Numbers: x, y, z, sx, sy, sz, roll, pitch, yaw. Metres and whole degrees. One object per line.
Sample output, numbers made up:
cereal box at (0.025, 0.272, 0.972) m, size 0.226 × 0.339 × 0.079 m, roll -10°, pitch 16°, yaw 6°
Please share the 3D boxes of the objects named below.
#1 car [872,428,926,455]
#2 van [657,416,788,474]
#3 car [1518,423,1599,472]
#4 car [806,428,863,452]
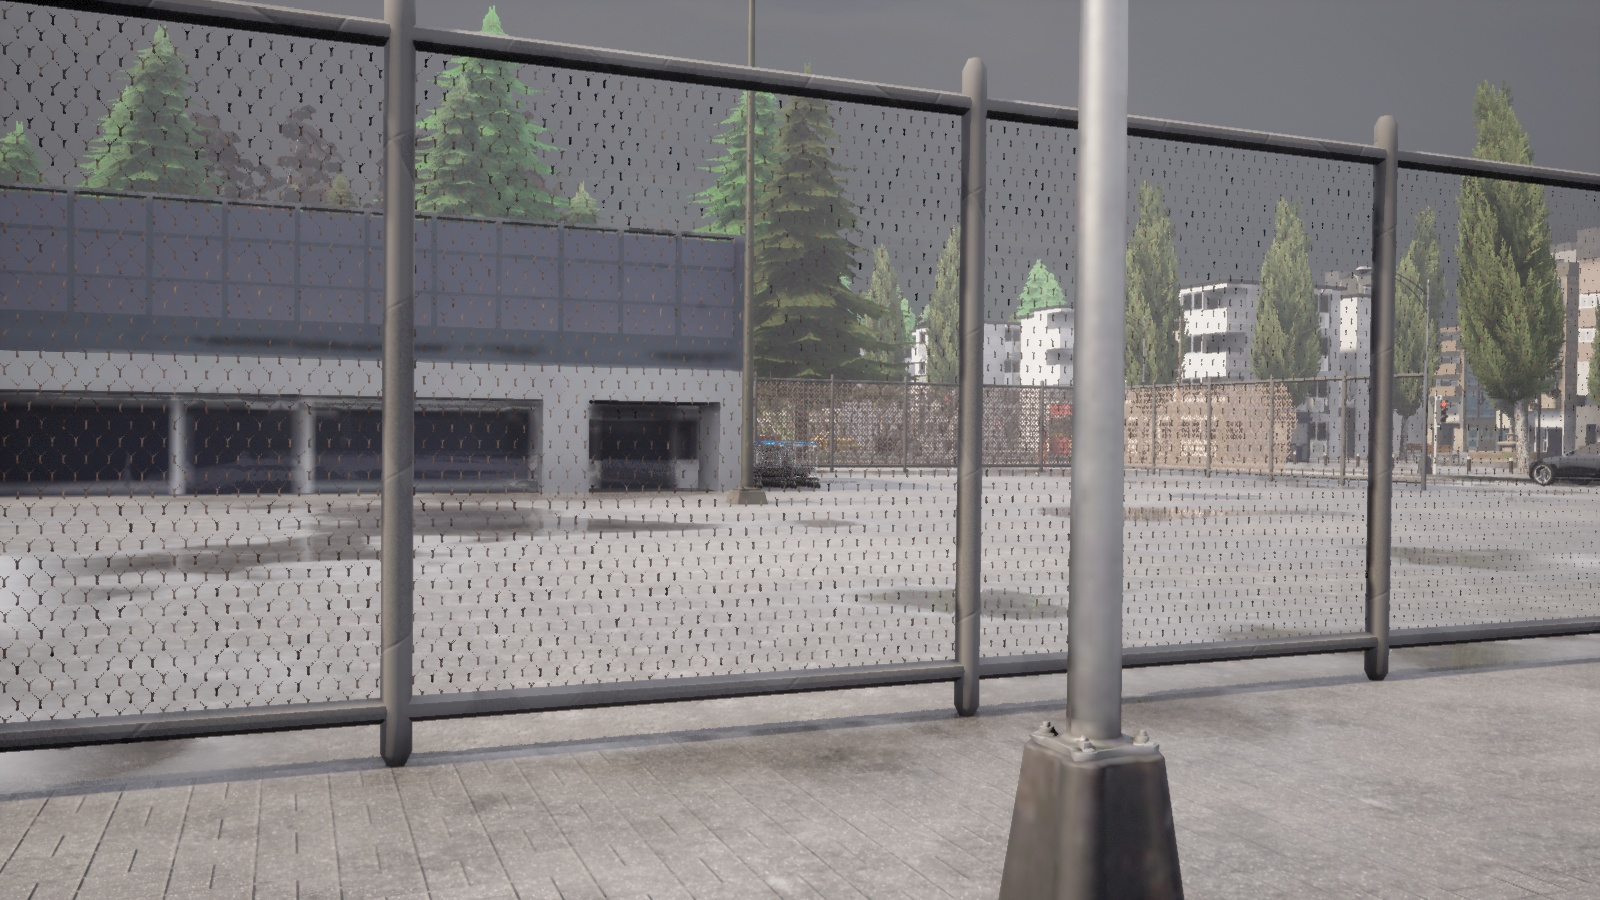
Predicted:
car at (5.938, -0.520, 75.749) m, size 1.789 × 1.549 × 3.705 m, roll -1°, pitch 1°, yaw -21°
van at (-2.918, -0.215, 47.224) m, size 4.480 × 2.038 × 2.069 m, roll -1°, pitch 1°, yaw -23°
car at (25.242, -0.109, 39.003) m, size 2.163 × 1.488 × 4.792 m, roll -1°, pitch 1°, yaw -22°
car at (2.260, -0.661, 84.728) m, size 1.801 × 1.575 × 5.366 m, roll -1°, pitch 1°, yaw -22°
